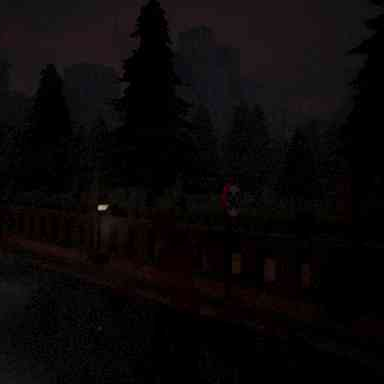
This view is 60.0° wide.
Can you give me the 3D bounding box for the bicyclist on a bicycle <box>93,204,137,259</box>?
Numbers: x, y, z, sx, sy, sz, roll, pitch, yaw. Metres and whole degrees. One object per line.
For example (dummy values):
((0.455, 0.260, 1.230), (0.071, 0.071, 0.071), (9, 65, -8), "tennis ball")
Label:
((-2.155, 1.177, 9.677), (0.582, 1.620, 1.656), (2, -2, 37), "bicyclist on a bicycle")
